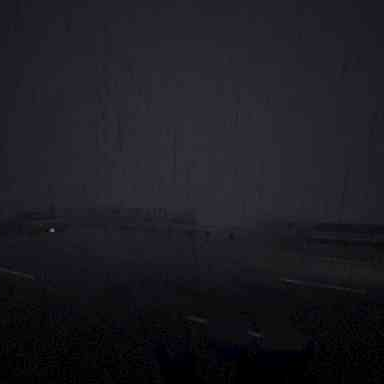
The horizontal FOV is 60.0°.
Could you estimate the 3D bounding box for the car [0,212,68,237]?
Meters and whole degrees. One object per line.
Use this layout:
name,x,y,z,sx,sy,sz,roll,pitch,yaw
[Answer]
car,-9.356,1.801,19.263,4.718,1.301,1.895,-1,0,35
